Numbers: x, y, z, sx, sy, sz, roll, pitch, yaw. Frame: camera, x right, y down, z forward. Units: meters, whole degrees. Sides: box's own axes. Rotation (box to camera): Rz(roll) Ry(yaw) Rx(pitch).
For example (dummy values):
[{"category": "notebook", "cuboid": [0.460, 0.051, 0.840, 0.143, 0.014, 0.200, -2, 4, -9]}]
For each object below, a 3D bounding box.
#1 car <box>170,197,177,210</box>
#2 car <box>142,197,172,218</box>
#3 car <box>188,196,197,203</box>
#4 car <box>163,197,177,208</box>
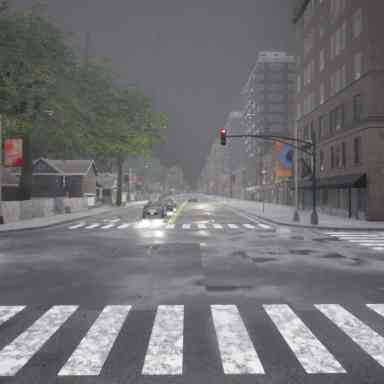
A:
[{"category": "car", "cuboid": [-3.286, 1.372, 39.807, 2.097, 1.767, 4.553, 0, 0, 0]}, {"category": "car", "cuboid": [-3.303, 1.504, 30.073, 2.128, 1.511, 4.902, 0, 0, 0]}, {"category": "car", "cuboid": [0.195, 1.546, 70.202, 2.128, 1.511, 4.902, 0, 0, 0]}, {"category": "car", "cuboid": [-3.266, 1.554, 49.765, 1.812, 1.442, 4.674, 0, 0, 0]}]
